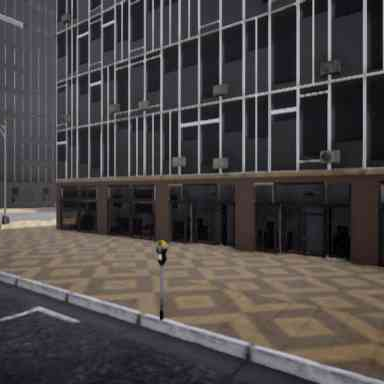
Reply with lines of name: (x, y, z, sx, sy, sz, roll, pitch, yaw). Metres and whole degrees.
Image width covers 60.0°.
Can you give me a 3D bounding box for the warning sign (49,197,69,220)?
warning sign: (-11.649, 1.429, 29.083, 1.300, 1.860, 1.060, 1, 1, 33)
